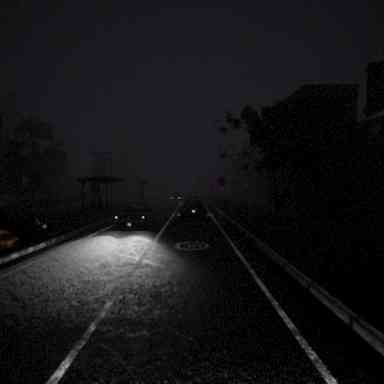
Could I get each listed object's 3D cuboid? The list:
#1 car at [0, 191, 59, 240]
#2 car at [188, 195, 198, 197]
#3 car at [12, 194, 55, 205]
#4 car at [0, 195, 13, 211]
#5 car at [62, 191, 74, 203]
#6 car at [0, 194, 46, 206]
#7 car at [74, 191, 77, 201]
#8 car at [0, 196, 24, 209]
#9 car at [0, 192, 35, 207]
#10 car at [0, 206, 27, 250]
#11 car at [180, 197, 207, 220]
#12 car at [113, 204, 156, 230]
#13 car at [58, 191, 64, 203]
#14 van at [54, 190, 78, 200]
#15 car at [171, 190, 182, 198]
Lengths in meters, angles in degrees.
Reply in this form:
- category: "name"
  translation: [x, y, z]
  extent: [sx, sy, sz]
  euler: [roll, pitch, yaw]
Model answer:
- category: "car"
  translation: [-8.950, 1.111, 13.958]
  extent: [5.566, 2.045, 2.435]
  euler: [0, 1, 0]
- category: "car"
  translation: [0.123, 1.079, 41.841]
  extent: [2.033, 1.411, 5.357]
  euler: [0, 1, 0]
- category: "car"
  translation: [-22.078, 1.027, 46.385]
  extent: [4.892, 1.521, 2.231]
  euler: [0, 1, 0]
- category: "car"
  translation: [-22.070, 1.139, 35.284]
  extent: [5.008, 1.535, 2.097]
  euler: [0, 1, 0]
- category: "car"
  translation: [-21.902, 0.968, 51.934]
  extent: [5.366, 1.575, 1.946]
  euler: [0, 1, 0]
- category: "car"
  translation: [-22.087, 1.054, 43.610]
  extent: [5.008, 1.535, 2.097]
  euler: [0, 1, 0]
- category: "car"
  translation: [-22.120, 0.973, 54.711]
  extent: [4.792, 1.488, 2.163]
  euler: [0, 1, 0]
- category: "car"
  translation: [-22.075, 1.151, 38.060]
  extent: [4.674, 1.452, 2.002]
  euler: [0, 1, 0]
- category: "car"
  translation: [-22.111, 0.956, 40.833]
  extent: [4.553, 1.767, 2.185]
  euler: [0, 1, 0]
- category: "car"
  translation: [-8.790, 1.389, 11.157]
  extent: [5.366, 1.575, 1.946]
  euler: [0, 1, 0]
- category: "car"
  translation: [0.114, 1.317, 25.655]
  extent: [1.994, 1.385, 4.181]
  euler: [0, 1, 0]
- category: "car"
  translation: [-3.339, 1.415, 19.963]
  extent: [1.895, 1.301, 4.718]
  euler: [0, 1, 0]
- category: "car"
  translation: [-22.115, 1.028, 49.160]
  extent: [4.792, 1.488, 2.163]
  euler: [0, 1, 0]
- category: "van"
  translation: [-21.975, 0.691, 57.482]
  extent: [4.442, 1.987, 1.878]
  euler: [0, 1, 0]
- category: "car"
  translation: [-3.200, 0.412, 69.223]
  extent: [1.837, 1.490, 4.892]
  euler: [0, 1, -1]
